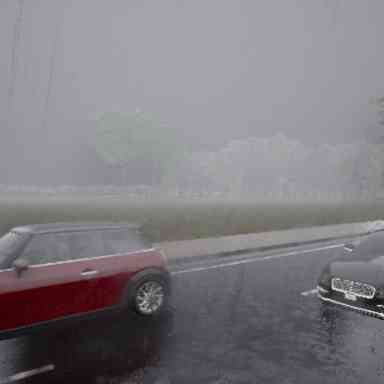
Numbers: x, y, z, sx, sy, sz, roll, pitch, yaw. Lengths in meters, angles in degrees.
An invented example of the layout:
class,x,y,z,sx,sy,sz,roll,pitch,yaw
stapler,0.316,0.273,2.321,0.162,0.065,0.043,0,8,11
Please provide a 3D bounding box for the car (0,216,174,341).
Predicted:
class,x,y,z,sx,sy,sz,roll,pitch,yaw
car,-2.648,1.354,5.791,4.553,1.767,2.097,0,0,-35

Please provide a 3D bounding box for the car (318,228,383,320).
class,x,y,z,sx,sy,sz,roll,pitch,yaw
car,4.636,1.509,6.998,4.892,1.490,1.837,0,0,-36
